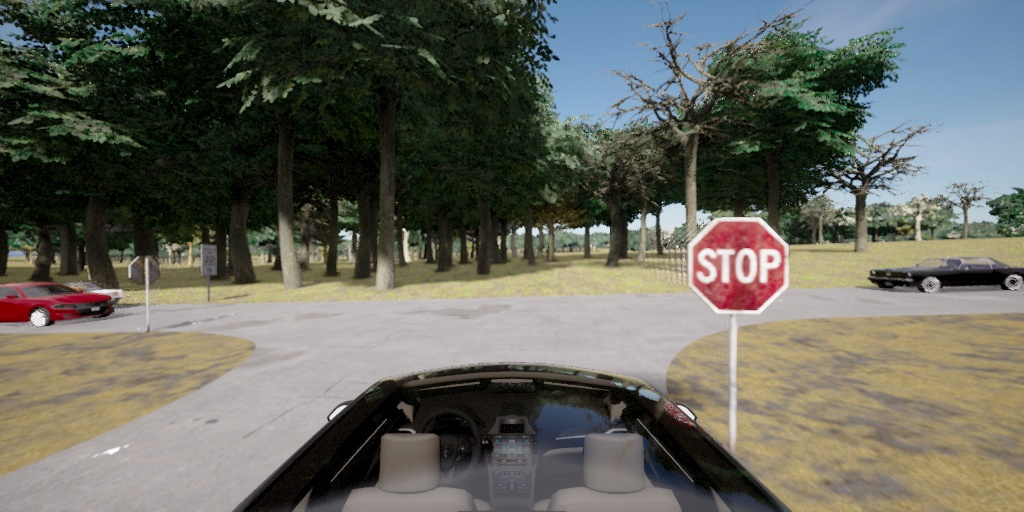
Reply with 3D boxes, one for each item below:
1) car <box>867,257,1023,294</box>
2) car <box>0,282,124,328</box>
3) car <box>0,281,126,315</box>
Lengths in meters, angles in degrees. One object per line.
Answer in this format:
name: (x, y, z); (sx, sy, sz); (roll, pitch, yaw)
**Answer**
car: (17.270, 0.712, 14.225); (4.718, 1.301, 1.895); (-2, 0, 3)
car: (-17.815, 1.732, 13.337); (5.008, 1.535, 1.882); (-1, 1, 3)
car: (-21.096, 1.897, 16.514); (4.718, 1.301, 1.895); (-1, 1, 3)
